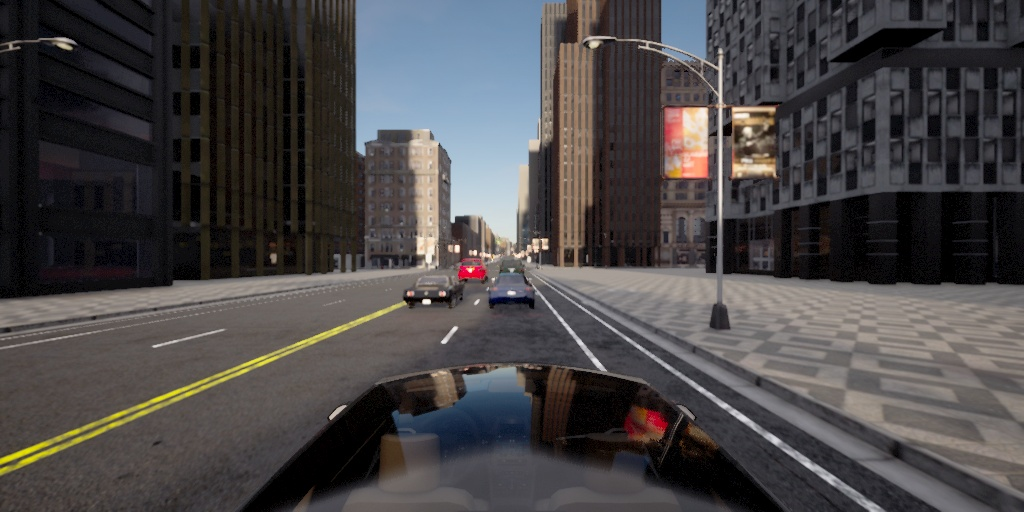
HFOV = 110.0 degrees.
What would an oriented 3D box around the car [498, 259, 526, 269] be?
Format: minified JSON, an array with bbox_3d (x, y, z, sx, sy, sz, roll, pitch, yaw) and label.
[{"bbox_3d":[-0.020,1.278,30.872,2.150,2.045,5.566,0,-1,0],"label":"car"}]

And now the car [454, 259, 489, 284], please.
[{"bbox_3d":[-3.269,1.278,30.872,2.150,2.045,5.566,0,-1,0],"label":"car"}]

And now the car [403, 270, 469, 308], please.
[{"bbox_3d":[-3.258,1.492,15.948,1.895,1.301,4.718,0,-1,0],"label":"car"}]

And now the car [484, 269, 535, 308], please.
[{"bbox_3d":[-0.005,1.458,16.163,1.994,1.385,4.181,0,-1,0],"label":"car"}]
